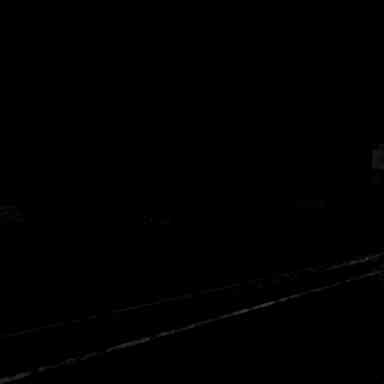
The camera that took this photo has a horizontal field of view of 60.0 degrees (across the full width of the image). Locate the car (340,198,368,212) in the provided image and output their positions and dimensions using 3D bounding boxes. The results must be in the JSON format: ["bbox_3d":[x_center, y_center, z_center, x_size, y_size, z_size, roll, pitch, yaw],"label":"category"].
[{"bbox_3d":[17.082,1.435,38.662,2.097,1.535,5.008,0,0,-35],"label":"car"}]

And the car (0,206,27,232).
[{"bbox_3d":[-10.665,1.490,18.920,2.002,1.452,4.674,0,0,-35],"label":"car"}]

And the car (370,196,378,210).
[{"bbox_3d":[19.354,1.488,40.276,2.002,1.452,4.674,0,0,-35],"label":"car"}]

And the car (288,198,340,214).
[{"bbox_3d":[12.551,1.421,35.426,2.097,1.535,5.008,0,0,-35],"label":"car"}]

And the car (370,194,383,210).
[{"bbox_3d":[23.910,1.356,43.479,2.185,1.767,4.553,1,0,-35],"label":"car"}]
